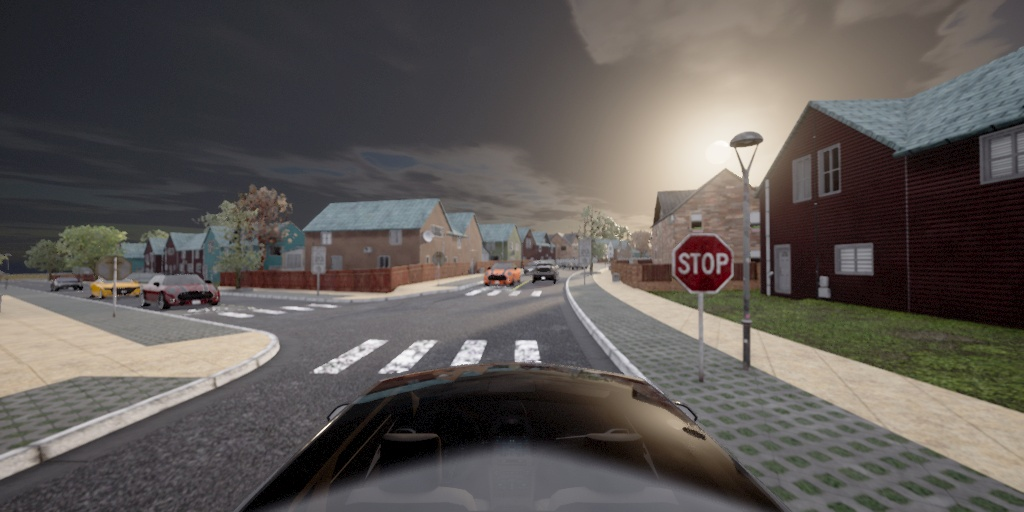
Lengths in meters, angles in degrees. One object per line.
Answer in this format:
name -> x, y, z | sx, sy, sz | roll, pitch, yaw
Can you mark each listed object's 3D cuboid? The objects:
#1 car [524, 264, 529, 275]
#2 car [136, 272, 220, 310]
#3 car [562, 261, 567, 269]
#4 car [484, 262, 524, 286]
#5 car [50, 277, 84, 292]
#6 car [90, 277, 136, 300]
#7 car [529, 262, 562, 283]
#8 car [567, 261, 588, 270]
car -> 2.640, 1.409, 41.691 | 2.128, 1.511, 4.902 | 0, 0, 16
car -> -16.675, 1.656, 18.036 | 4.553, 1.767, 2.097 | -2, -2, 33
car -> 9.244, 1.517, 61.120 | 1.994, 1.385, 4.181 | 0, 0, 22
car -> -0.636, 1.226, 26.396 | 2.097, 1.767, 4.553 | 0, 0, 10
car -> -46.213, 2.928, 37.173 | 5.357, 1.411, 2.033 | -2, -2, 33
car -> -28.116, 2.196, 25.404 | 5.008, 1.535, 1.882 | -2, -2, 33
car -> 2.784, 1.378, 29.038 | 1.837, 1.490, 4.892 | 0, 0, 10
car -> 10.892, 1.474, 57.491 | 2.033, 1.411, 5.357 | 0, 0, 22
